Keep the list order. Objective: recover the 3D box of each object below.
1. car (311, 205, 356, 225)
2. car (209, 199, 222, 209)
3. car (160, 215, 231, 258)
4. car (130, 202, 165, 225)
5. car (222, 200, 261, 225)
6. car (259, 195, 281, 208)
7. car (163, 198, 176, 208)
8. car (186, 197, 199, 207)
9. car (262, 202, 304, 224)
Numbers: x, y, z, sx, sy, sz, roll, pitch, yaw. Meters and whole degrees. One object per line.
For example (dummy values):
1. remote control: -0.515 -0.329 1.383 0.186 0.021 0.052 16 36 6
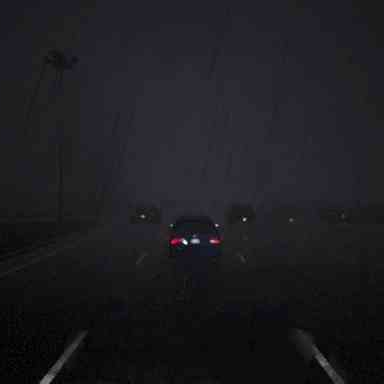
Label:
1. car: 10.589 1.674 25.230 1.994 1.385 4.181 0 0 0
2. car: 3.580 1.751 49.572 1.812 1.442 4.674 0 0 0
3. car: 0.097 1.608 12.992 2.033 1.411 5.357 0 0 0
4. car: -3.411 1.681 25.104 1.994 1.385 4.181 0 0 0
5. car: 3.592 1.619 25.151 1.837 1.490 4.892 0 0 0
6. car: 10.578 1.426 45.466 2.150 2.045 5.566 0 0 0
7. car: -3.427 1.715 51.292 1.882 1.535 5.008 0 0 0
8. car: 0.073 1.612 56.807 2.097 1.767 4.553 0 0 0
9. car: 7.093 1.716 26.004 1.895 1.301 4.718 0 0 0
